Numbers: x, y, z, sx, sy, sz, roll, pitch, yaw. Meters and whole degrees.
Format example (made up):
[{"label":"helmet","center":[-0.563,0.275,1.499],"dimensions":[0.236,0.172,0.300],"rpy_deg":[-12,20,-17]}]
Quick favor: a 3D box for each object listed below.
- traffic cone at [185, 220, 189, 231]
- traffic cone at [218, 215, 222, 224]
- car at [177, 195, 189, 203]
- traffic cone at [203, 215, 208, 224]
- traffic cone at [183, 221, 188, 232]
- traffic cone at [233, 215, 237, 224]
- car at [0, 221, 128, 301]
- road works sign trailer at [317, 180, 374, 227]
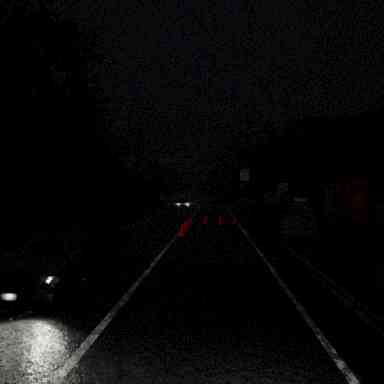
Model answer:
[{"label":"traffic cone","center":[-0.360,1.868,18.355],"dimensions":[0.340,0.580,0.340],"rpy_deg":[0,0,4]},{"label":"traffic cone","center":[1.893,1.859,22.205],"dimensions":[0.340,0.580,0.340],"rpy_deg":[0,0,4]},{"label":"car","center":[-1.668,1.211,60.358],"dimensions":[1.882,1.535,5.008],"rpy_deg":[-1,0,-6]},{"label":"traffic cone","center":[0.903,1.854,22.272],"dimensions":[0.340,0.580,0.340],"rpy_deg":[0,0,4]},{"label":"traffic cone","center":[-0.494,1.878,16.359],"dimensions":[0.340,0.580,0.340],"rpy_deg":[0,0,4]},{"label":"traffic cone","center":[2.866,1.863,22.271],"dimensions":[0.340,0.580,0.340],"rpy_deg":[0,0,10]},{"label":"car","center":[-3.130,1.497,8.668],"dimensions":[2.033,1.411,5.357],"rpy_deg":[0,0,4]},{"label":"road works sign trailer","center":[7.921,0.515,18.580],"dimensions":[3.560,2.380,2.880],"rpy_deg":[-5,7,-42]}]
